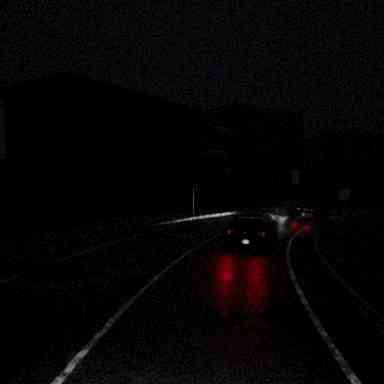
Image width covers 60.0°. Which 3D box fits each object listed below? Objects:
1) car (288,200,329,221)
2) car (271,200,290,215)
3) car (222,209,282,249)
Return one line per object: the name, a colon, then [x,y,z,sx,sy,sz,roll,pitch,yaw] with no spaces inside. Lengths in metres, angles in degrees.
car: [10.712,1.693,29.430,2.128,1.511,4.902,4,1,37]
car: [9.972,1.549,34.260,2.128,1.511,4.902,4,2,43]
car: [2.756,1.620,14.847,1.895,1.301,4.718,2,0,18]
